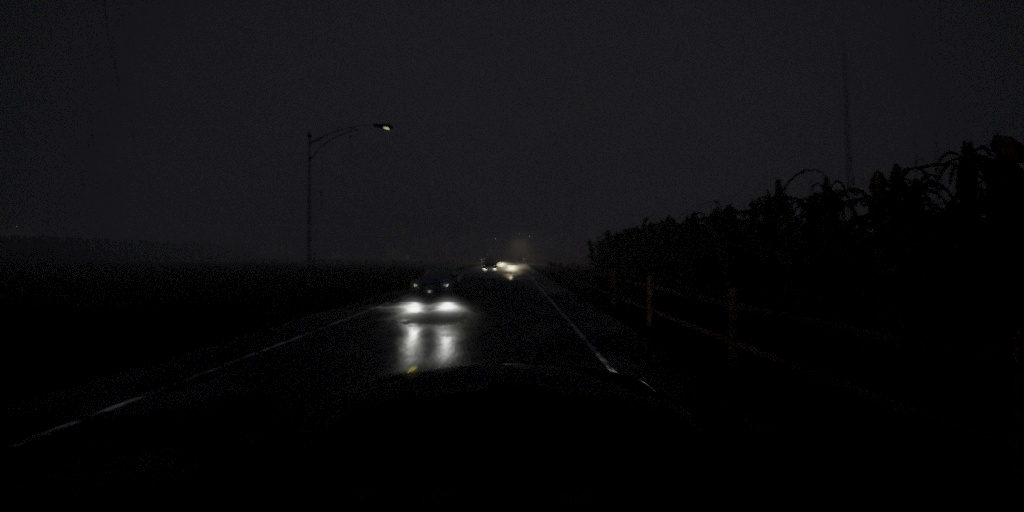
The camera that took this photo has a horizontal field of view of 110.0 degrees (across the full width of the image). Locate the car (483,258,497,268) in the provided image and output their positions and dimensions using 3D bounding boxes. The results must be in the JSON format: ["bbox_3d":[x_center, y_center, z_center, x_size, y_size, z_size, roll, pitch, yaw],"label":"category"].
[{"bbox_3d":[-3.560,1.090,58.937,2.097,1.767,4.553,0,0,1],"label":"car"}]

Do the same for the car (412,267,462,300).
[{"bbox_3d":[-3.591,1.272,17.898,1.812,1.442,4.674,0,0,0],"label":"car"}]
